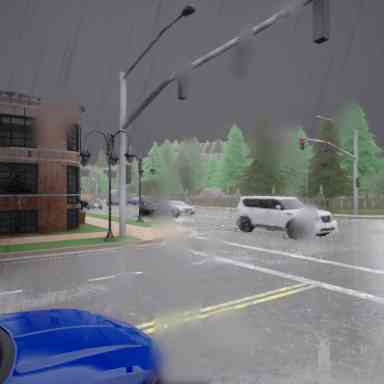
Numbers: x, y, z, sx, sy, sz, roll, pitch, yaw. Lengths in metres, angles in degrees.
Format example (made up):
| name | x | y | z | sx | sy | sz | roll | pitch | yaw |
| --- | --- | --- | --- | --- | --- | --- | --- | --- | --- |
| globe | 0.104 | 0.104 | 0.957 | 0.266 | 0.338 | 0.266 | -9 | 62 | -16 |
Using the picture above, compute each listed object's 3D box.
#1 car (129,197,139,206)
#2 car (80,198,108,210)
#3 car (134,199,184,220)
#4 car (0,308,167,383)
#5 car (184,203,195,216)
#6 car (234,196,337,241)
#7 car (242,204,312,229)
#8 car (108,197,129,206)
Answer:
| name | x | y | z | sx | sy | sz | roll | pitch | yaw |
| --- | --- | --- | --- | --- | --- | --- | --- | --- | --- |
| car | -9.813 | 1.525 | 56.679 | 1.812 | 1.442 | 4.674 | 0 | 0 | -35 |
| car | -13.102 | 1.508 | 42.890 | 2.128 | 1.511 | 4.902 | 0 | 0 | -35 |
| car | -2.885 | 1.564 | 28.121 | 1.994 | 1.385 | 4.181 | 0 | 0 | -35 |
| car | -2.486 | 1.478 | 1.968 | 5.008 | 1.535 | 1.882 | 0 | 0 | -36 |
| car | -1.567 | 1.524 | 32.347 | 1.812 | 1.442 | 4.674 | 0 | 0 | -34 |
| car | 4.609 | 1.223 | 17.401 | 2.150 | 2.045 | 5.566 | 0 | 0 | -35 |
| car | 5.694 | 1.563 | 22.613 | 1.994 | 1.385 | 4.181 | 0 | 0 | -42 |
| car | -12.611 | 1.563 | 54.573 | 1.994 | 1.385 | 4.181 | 0 | 0 | -35 |
